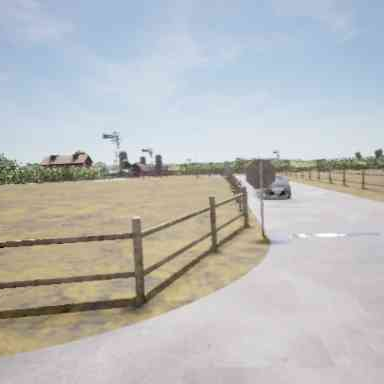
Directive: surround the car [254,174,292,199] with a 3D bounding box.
[{"bbox_3d":[5.191,-0.430,21.785,2.128,1.511,4.902,-2,4,5],"label":"car"}]
